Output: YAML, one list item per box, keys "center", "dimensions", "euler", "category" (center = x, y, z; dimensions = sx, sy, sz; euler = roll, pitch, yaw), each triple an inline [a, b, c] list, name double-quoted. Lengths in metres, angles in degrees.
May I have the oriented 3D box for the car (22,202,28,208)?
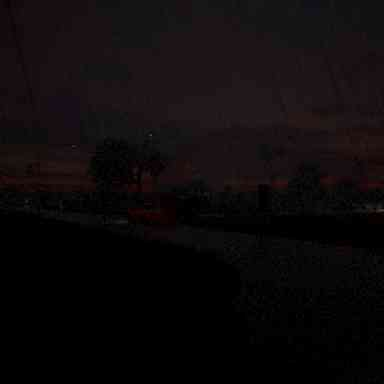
- center: [-40.544, 3.189, 81.791]
  dimensions: [2.128, 1.511, 4.902]
  euler: [0, -2, -34]
  category: "car"

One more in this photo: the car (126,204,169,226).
- center: [-3.840, 1.762, 27.949]
  dimensions: [2.097, 1.767, 4.553]
  euler: [0, -1, -34]
  category: "car"

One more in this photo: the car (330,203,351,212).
- center: [27.883, 2.853, 62.256]
  dimensions: [4.892, 1.490, 1.837]
  euler: [1, -1, -34]
  category: "car"

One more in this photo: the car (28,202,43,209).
- center: [-32.970, 2.919, 70.658]
  dimensions: [1.895, 1.301, 4.718]
  euler: [0, -1, -34]
  category: "car"

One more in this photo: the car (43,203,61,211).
- center: [-24.206, 2.579, 57.946]
  dimensions: [1.812, 1.442, 4.674]
  euler: [0, -1, -33]
  category: "car"
